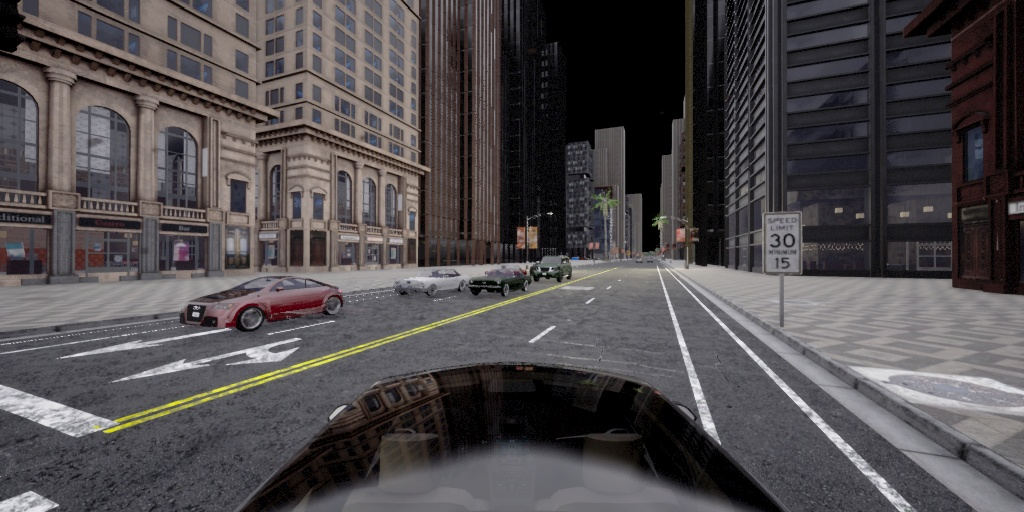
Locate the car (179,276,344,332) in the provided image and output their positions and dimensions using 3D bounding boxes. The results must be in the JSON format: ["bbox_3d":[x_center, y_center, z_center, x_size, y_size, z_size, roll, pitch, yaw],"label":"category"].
[{"bbox_3d":[-7.335,1.315,11.006,1.994,1.385,4.181,0,0,22],"label":"car"}]

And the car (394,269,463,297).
[{"bbox_3d":[-4.110,1.356,19.152,1.895,1.301,4.718,0,0,22],"label":"car"}]

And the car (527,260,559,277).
[{"bbox_3d":[3.363,1.250,37.884,1.882,1.535,5.008,0,0,22],"label":"car"}]

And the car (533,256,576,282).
[{"bbox_3d":[3.419,0.986,29.305,2.150,2.045,5.566,0,0,21],"label":"car"}]

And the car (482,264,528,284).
[{"bbox_3d":[-0.436,1.363,28.411,1.895,1.301,4.718,0,0,22],"label":"car"}]

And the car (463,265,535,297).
[{"bbox_3d":[-0.528,1.357,19.364,1.895,1.301,4.718,0,0,22],"label":"car"}]
